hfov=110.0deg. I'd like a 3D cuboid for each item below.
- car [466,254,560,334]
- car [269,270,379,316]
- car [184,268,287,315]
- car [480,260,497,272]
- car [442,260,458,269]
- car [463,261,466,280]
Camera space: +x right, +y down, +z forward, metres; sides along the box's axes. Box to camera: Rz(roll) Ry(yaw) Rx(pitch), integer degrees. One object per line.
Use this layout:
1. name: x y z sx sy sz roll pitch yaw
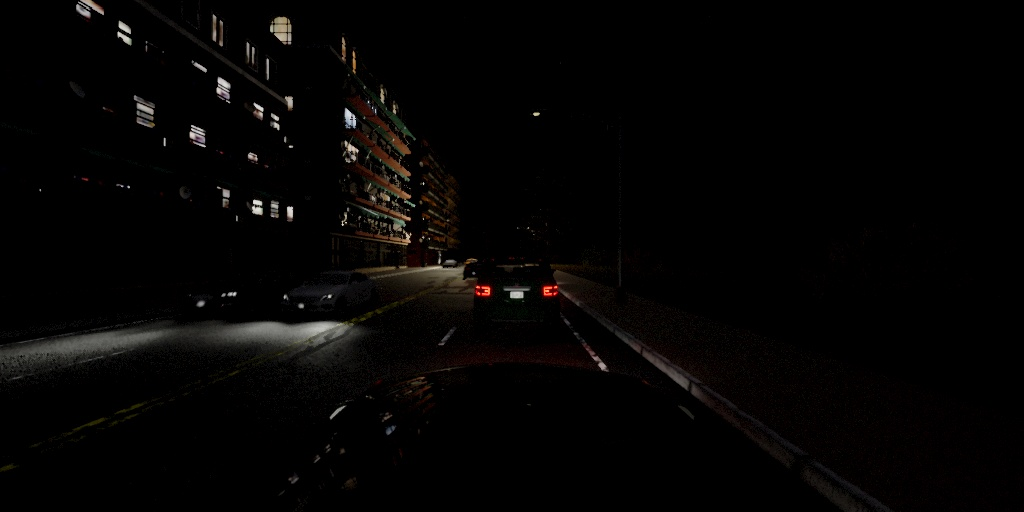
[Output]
1. car: 0.129 0.973 10.798 2.150 2.045 5.566 0 0 0
2. car: -6.554 1.277 13.486 1.812 1.442 4.674 0 0 0
3. car: -9.805 1.243 13.759 2.128 1.511 4.902 0 0 0
4. car: -2.975 1.255 45.972 1.837 1.490 4.892 0 0 0
5. car: -9.630 1.297 56.462 2.033 1.411 5.357 0 0 0
6. car: -3.037 1.230 31.125 1.882 1.535 5.008 0 0 0
